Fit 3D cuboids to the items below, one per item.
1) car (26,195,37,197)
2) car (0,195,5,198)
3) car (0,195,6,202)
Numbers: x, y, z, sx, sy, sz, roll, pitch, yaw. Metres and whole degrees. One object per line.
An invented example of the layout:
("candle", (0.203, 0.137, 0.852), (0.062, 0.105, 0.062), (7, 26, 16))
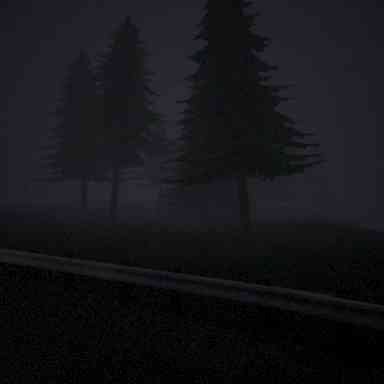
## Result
("car", (-39.017, 1.474, 80.421), (1.882, 1.535, 5.008), (0, 0, -2))
("car", (-39.723, 1.225, 64.821), (2.150, 2.045, 5.566), (0, 0, 9))
("car", (-45.871, 1.540, 77.613), (2.033, 1.411, 5.357), (0, 0, 1))
